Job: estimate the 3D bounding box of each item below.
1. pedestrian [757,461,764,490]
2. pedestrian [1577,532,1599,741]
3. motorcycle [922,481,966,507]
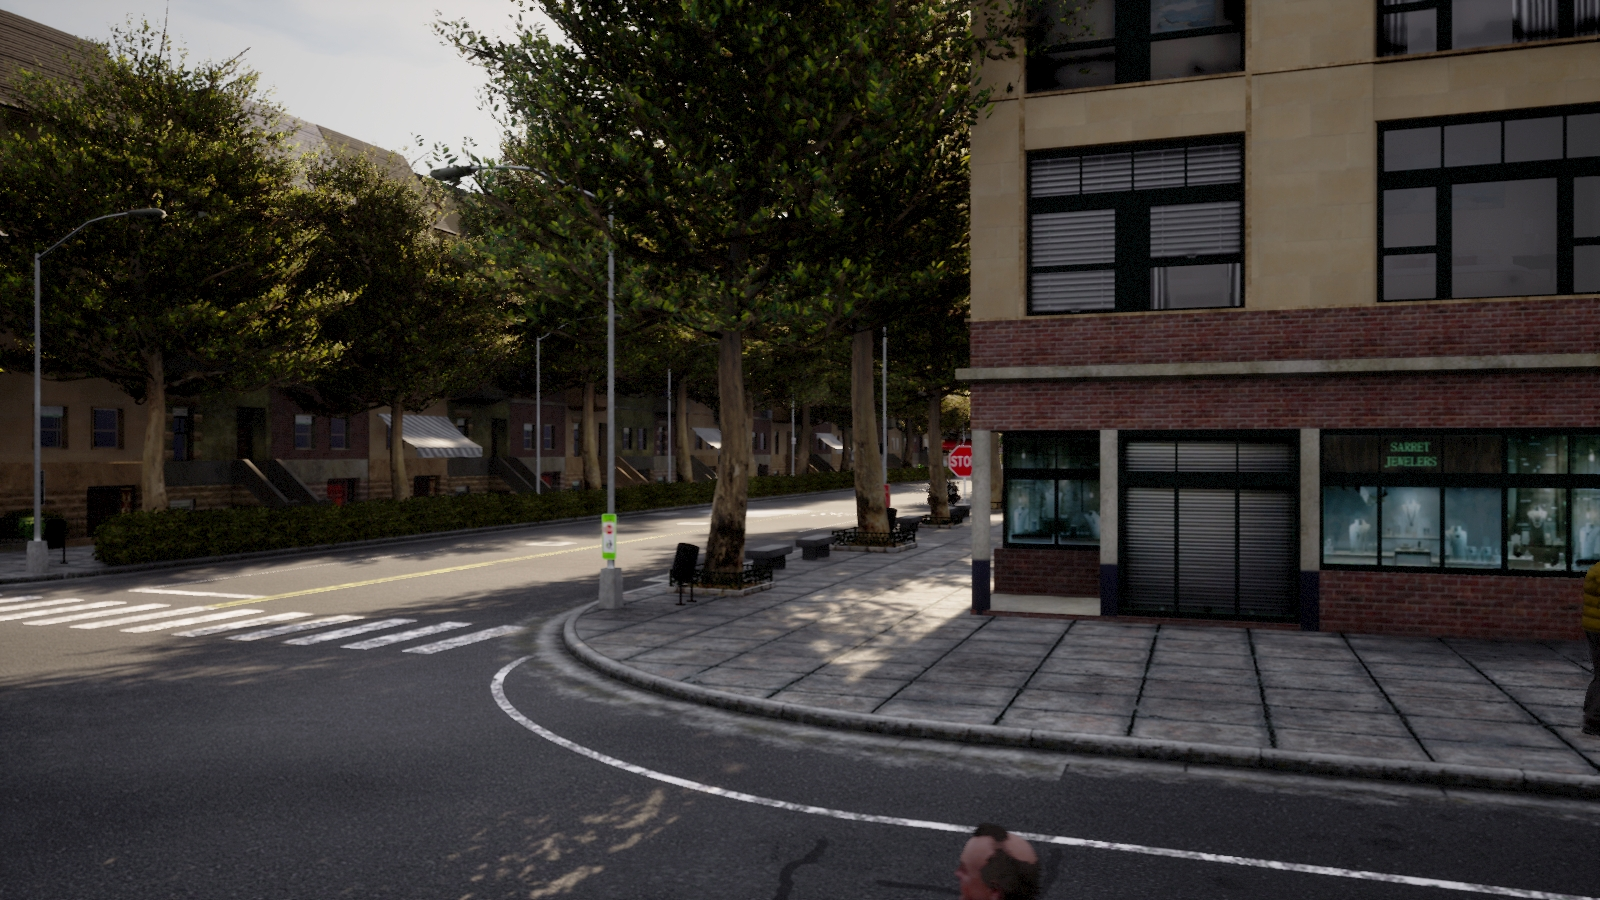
[{"bbox_3d":[-2.593,1.684,75.112,0.375,1.860,0.375,0,0,19],"label":"pedestrian"},{"bbox_3d":[7.362,1.697,10.436,0.375,1.860,0.375,0,0,23],"label":"pedestrian"},{"bbox_3d":[7.272,2.200,57.525,2.209,1.251,0.867,0,1,-39],"label":"motorcycle"}]
